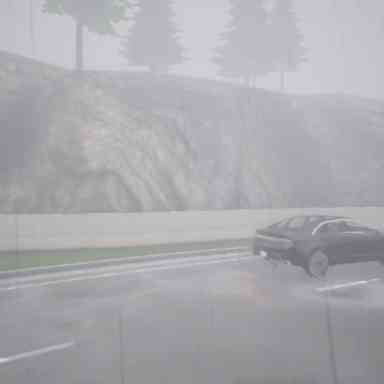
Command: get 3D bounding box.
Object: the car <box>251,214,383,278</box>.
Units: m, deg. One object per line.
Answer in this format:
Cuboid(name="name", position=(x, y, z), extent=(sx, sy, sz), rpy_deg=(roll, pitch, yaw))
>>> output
Cuboid(name="car", position=(4.079, 1.423, 9.806), extent=(4.902, 1.511, 2.128), rpy_deg=(0, 0, -25))
